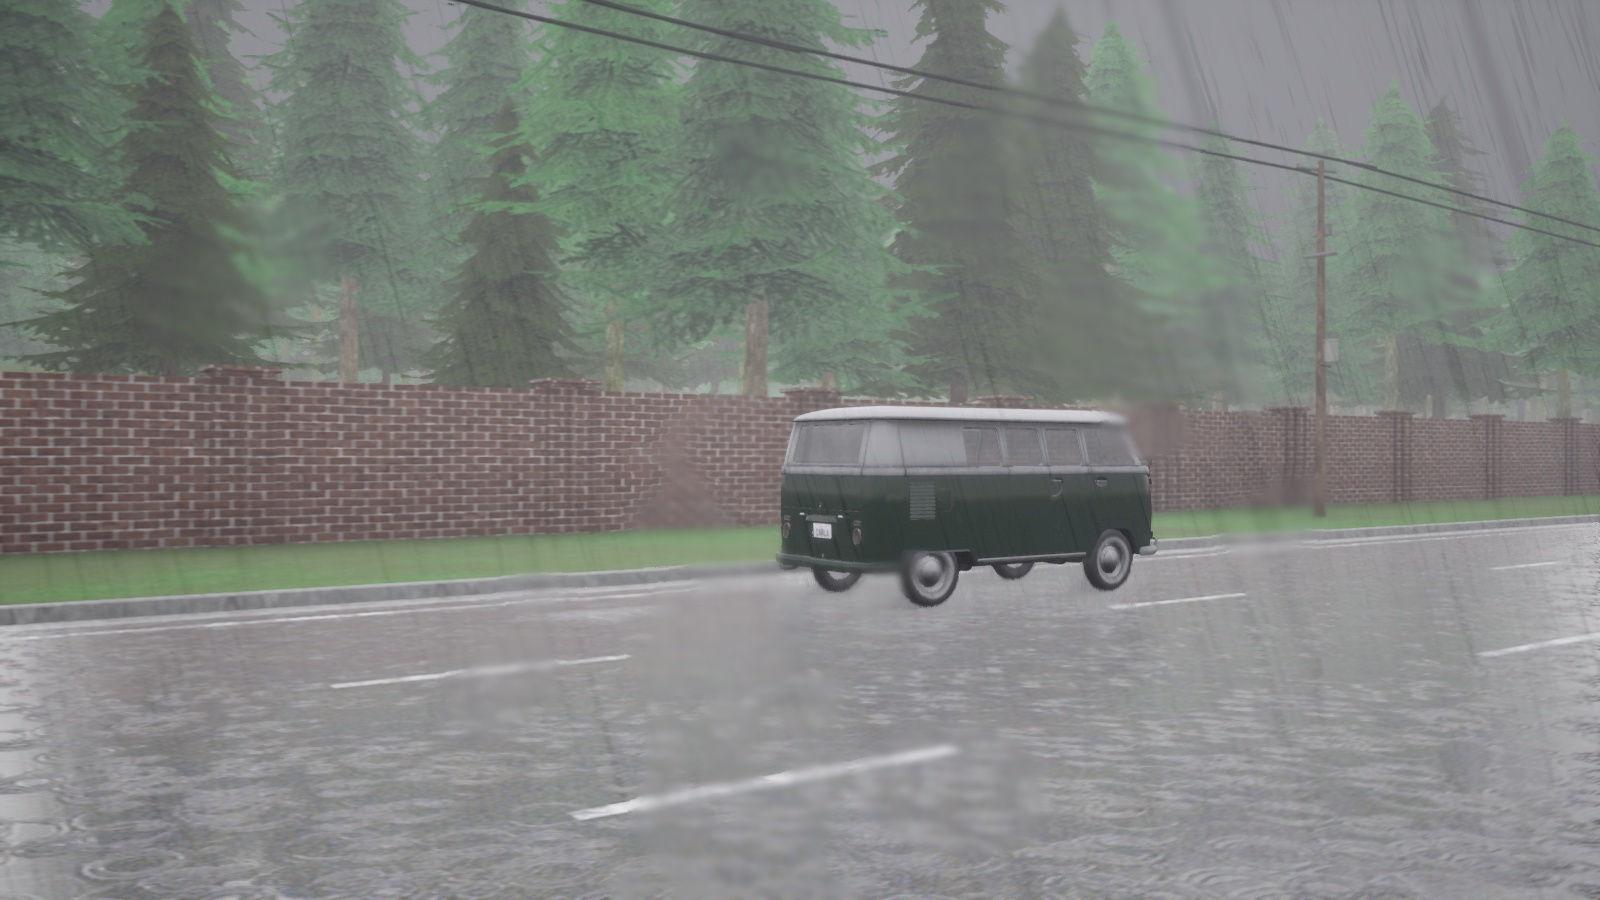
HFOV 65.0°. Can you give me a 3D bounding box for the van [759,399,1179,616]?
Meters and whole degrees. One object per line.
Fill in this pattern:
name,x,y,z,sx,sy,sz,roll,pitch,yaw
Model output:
van,1.906,0.527,13.515,4.442,1.987,1.775,0,0,-35
